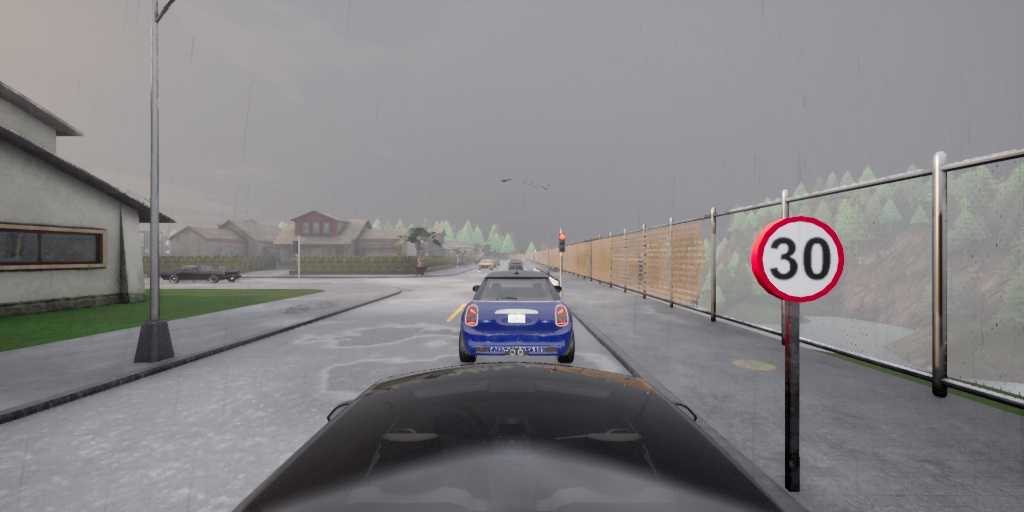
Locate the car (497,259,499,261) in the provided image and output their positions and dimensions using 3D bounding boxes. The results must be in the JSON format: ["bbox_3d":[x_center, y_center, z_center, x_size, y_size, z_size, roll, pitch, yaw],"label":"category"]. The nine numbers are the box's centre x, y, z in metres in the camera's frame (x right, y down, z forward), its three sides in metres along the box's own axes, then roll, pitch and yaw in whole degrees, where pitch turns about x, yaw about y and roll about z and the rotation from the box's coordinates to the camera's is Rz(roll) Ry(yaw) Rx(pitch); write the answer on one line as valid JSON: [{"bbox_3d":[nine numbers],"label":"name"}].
[{"bbox_3d":[-3.558,1.255,60.650,1.837,1.490,4.892,0,0,1],"label":"car"}]

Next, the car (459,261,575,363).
[{"bbox_3d":[0.115,1.102,8.332,2.097,1.767,4.553,0,0,1],"label":"car"}]

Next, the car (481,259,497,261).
[{"bbox_3d":[-3.661,1.227,51.200,1.882,1.535,5.008,0,0,1],"label":"car"}]

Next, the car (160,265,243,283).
[{"bbox_3d":[-22.999,1.351,26.671,4.718,1.301,1.895,0,0,1],"label":"car"}]
